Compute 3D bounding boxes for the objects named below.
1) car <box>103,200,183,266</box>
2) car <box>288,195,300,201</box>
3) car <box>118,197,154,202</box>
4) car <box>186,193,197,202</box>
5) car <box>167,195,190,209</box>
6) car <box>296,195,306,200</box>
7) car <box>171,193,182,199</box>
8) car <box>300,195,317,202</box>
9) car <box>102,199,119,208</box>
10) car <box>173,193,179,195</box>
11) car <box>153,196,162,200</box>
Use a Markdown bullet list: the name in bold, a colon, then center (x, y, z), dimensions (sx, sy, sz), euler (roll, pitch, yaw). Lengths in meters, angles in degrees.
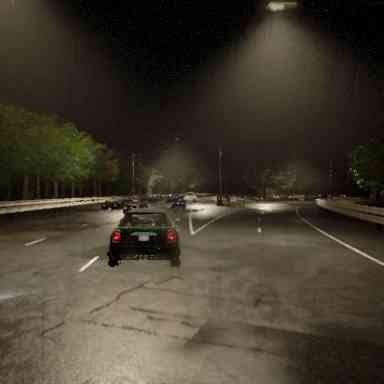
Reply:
- **car**: center (-1.471, 1.334, 11.622), dimensions (2.097, 1.767, 4.553), euler (0, 0, -3)
- **car**: center (25.034, 1.609, 81.980), dimensions (1.895, 1.301, 4.718), euler (0, 0, 28)
- **car**: center (-5.344, 1.480, 32.363), dimensions (2.033, 1.411, 5.357), euler (0, 0, 1)
- **car**: center (-0.189, 1.127, 70.252), dimensions (2.150, 2.045, 5.566), euler (0, 0, 5)
- **car**: center (-1.698, 1.487, 44.776), dimensions (2.033, 1.411, 5.357), euler (0, 0, 2)
- **car**: center (29.802, 1.478, 90.762), dimensions (1.895, 1.301, 4.718), euler (0, 0, 28)
- **car**: center (-4.407, 1.186, 94.722), dimensions (2.097, 1.767, 4.553), euler (0, 0, 8)
- **car**: center (28.288, 1.567, 80.637), dimensions (2.033, 1.411, 5.357), euler (0, 0, 28)
- **car**: center (-8.914, 1.503, 38.646), dimensions (1.895, 1.301, 4.718), euler (0, 0, 1)
- **car**: center (-3.853, 1.450, 67.055), dimensions (1.994, 1.385, 4.181), euler (0, 0, 5)
- **car**: center (-7.310, 1.429, 67.994), dimensions (1.994, 1.385, 4.181), euler (0, 0, 5)
